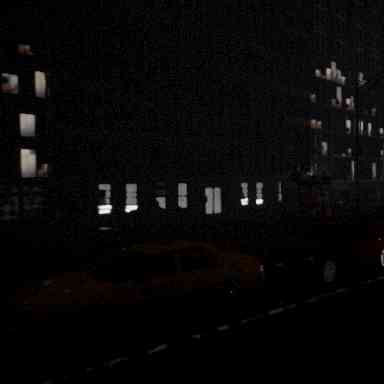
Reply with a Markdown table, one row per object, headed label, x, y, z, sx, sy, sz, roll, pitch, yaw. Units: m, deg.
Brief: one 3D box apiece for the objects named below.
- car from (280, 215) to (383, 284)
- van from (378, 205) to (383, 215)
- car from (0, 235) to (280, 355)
| label | x | y | z | sx | sy | sz | roll | pitch | yaw |
| --- | --- | --- | --- | --- | --- | --- | --- | --- | --- |
| car | 3.966 | 1.513 | 9.407 | 4.507 | 1.381 | 1.887 | 0 | -1 | -36 |
| van | 8.540 | 1.290 | 12.677 | 3.998 | 1.788 | 1.690 | 0 | -1 | -36 |
| car | -0.751 | 1.515 | 6.040 | 4.829 | 1.417 | 1.752 | 0 | -1 | -36 |
